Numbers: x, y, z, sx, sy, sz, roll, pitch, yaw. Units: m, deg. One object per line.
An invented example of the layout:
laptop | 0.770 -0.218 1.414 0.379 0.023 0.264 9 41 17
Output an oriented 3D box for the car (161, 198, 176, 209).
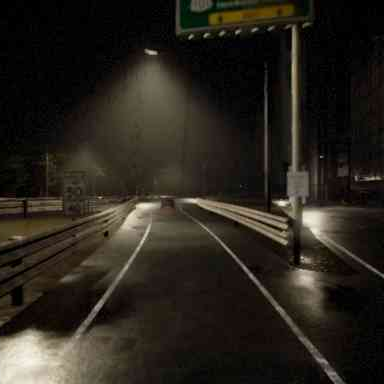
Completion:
car | -3.208 1.522 45.044 1.837 1.490 4.892 0 0 -2
